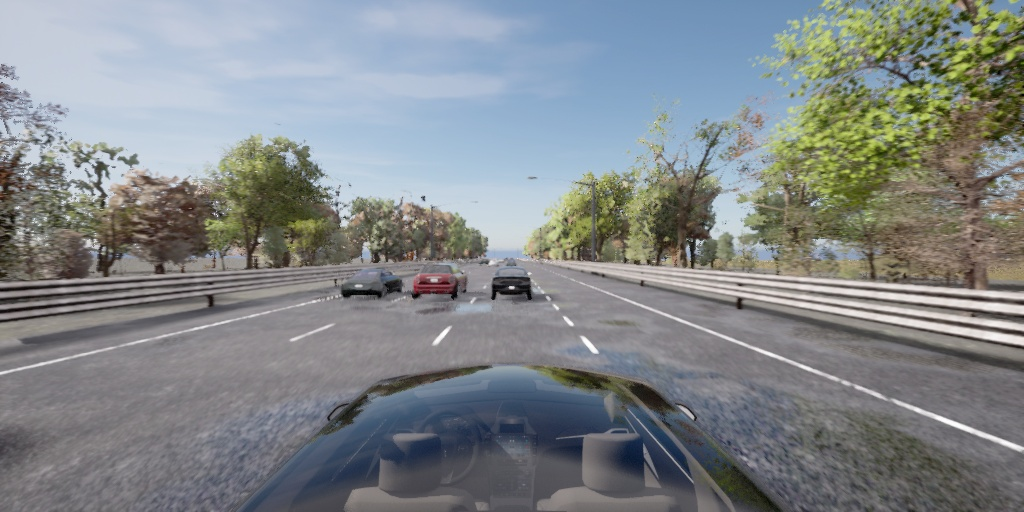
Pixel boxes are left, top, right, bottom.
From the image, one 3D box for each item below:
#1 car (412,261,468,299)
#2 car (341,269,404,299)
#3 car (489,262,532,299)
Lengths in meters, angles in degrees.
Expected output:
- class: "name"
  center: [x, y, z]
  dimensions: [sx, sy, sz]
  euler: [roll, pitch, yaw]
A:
- class: "car"
  center: [-3.522, 1.129, 18.340]
  dimensions: [2.097, 1.767, 4.553]
  euler: [0, 0, 0]
- class: "car"
  center: [-7.024, 1.346, 18.458]
  dimensions: [1.994, 1.385, 4.181]
  euler: [0, 0, 0]
- class: "car"
  center: [-0.021, 1.251, 18.367]
  dimensions: [1.882, 1.535, 5.008]
  euler: [0, 0, 0]
